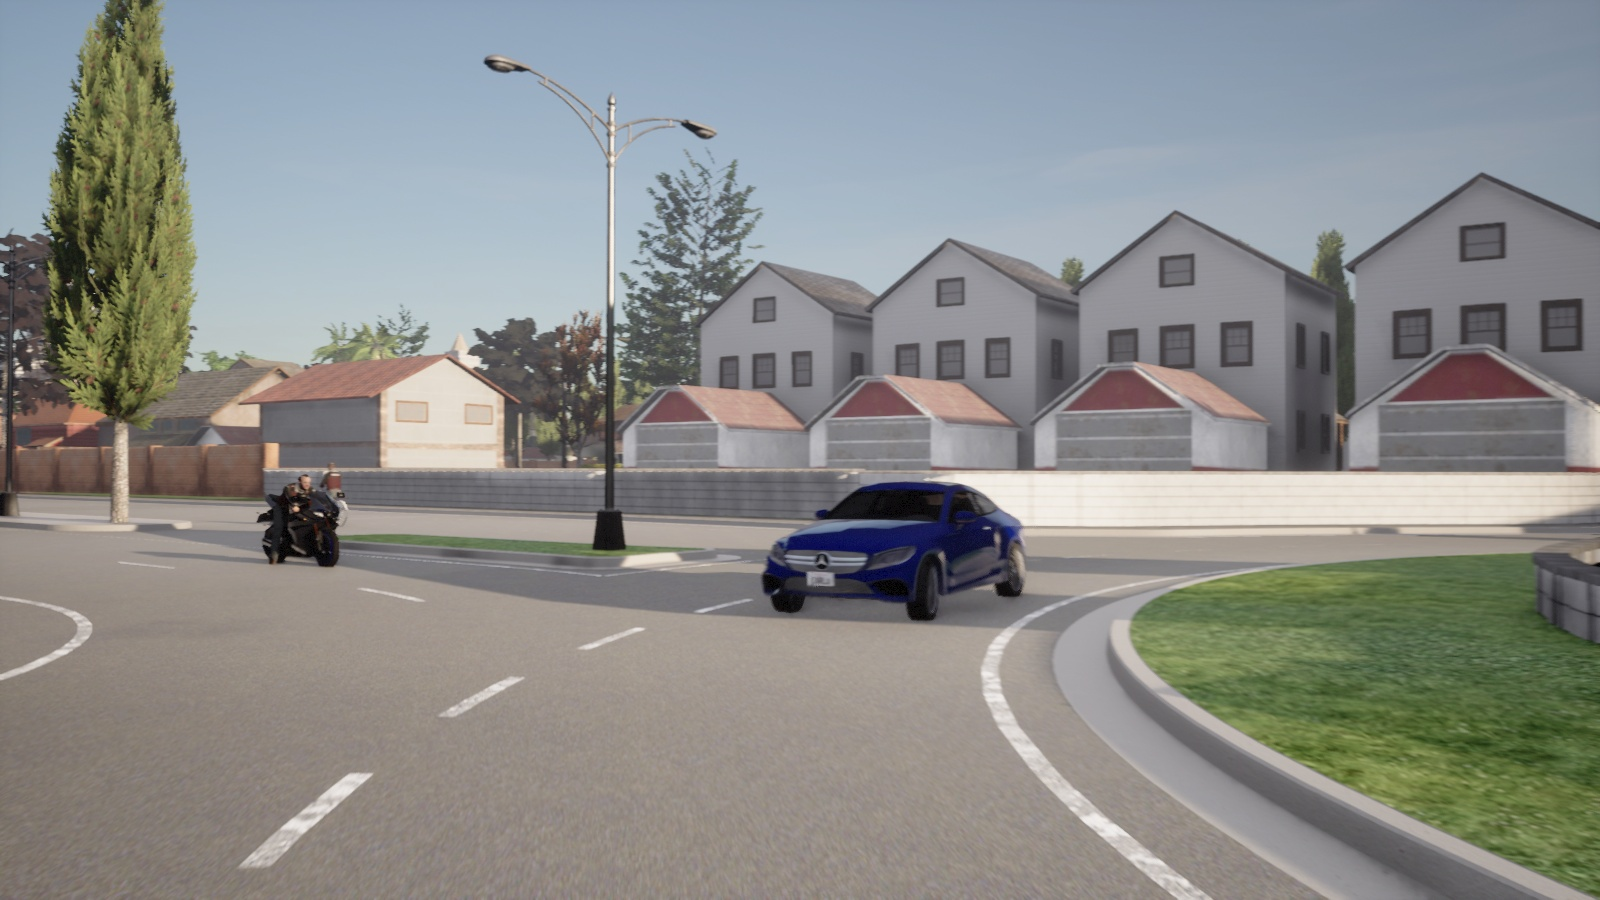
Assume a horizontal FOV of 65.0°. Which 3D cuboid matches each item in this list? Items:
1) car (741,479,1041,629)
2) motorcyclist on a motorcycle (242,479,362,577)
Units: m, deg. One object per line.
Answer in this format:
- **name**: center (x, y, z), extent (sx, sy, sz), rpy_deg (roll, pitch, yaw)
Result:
- **car**: center (1.272, 1.084, 14.871), extent (1.812, 1.442, 4.674), rpy_deg (-1, -1, 28)
- **motorcyclist on a motorcycle**: center (-8.246, 1.243, 20.761), extent (2.191, 1.530, 0.866), rpy_deg (-1, -1, 38)
